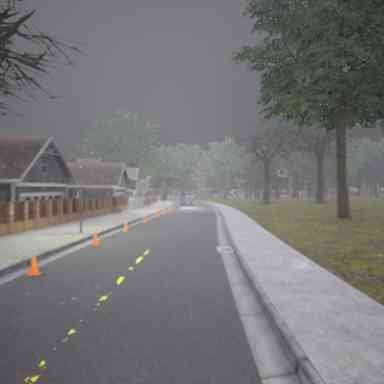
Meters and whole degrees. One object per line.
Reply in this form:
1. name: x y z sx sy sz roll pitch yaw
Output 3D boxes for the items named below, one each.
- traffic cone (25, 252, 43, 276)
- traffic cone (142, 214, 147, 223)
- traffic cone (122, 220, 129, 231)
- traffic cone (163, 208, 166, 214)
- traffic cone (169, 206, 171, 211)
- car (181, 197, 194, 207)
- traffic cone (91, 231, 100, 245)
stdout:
1. traffic cone: -4.279 1.937 9.013 0.340 0.580 0.340 0 0 2
2. traffic cone: -3.431 1.921 24.105 0.340 0.580 0.340 0 0 5
3. traffic cone: -3.795 1.924 19.082 0.340 0.580 0.340 0 0 4
4. traffic cone: -2.806 1.931 34.008 0.340 0.580 0.340 0 0 3
5. traffic cone: -2.610 1.942 38.967 0.340 0.580 0.340 0 0 2
6. car: -0.815 1.537 53.832 2.128 1.511 4.902 0 0 -6
7. traffic cone: -4.078 1.931 14.050 0.340 0.580 0.340 0 0 3
